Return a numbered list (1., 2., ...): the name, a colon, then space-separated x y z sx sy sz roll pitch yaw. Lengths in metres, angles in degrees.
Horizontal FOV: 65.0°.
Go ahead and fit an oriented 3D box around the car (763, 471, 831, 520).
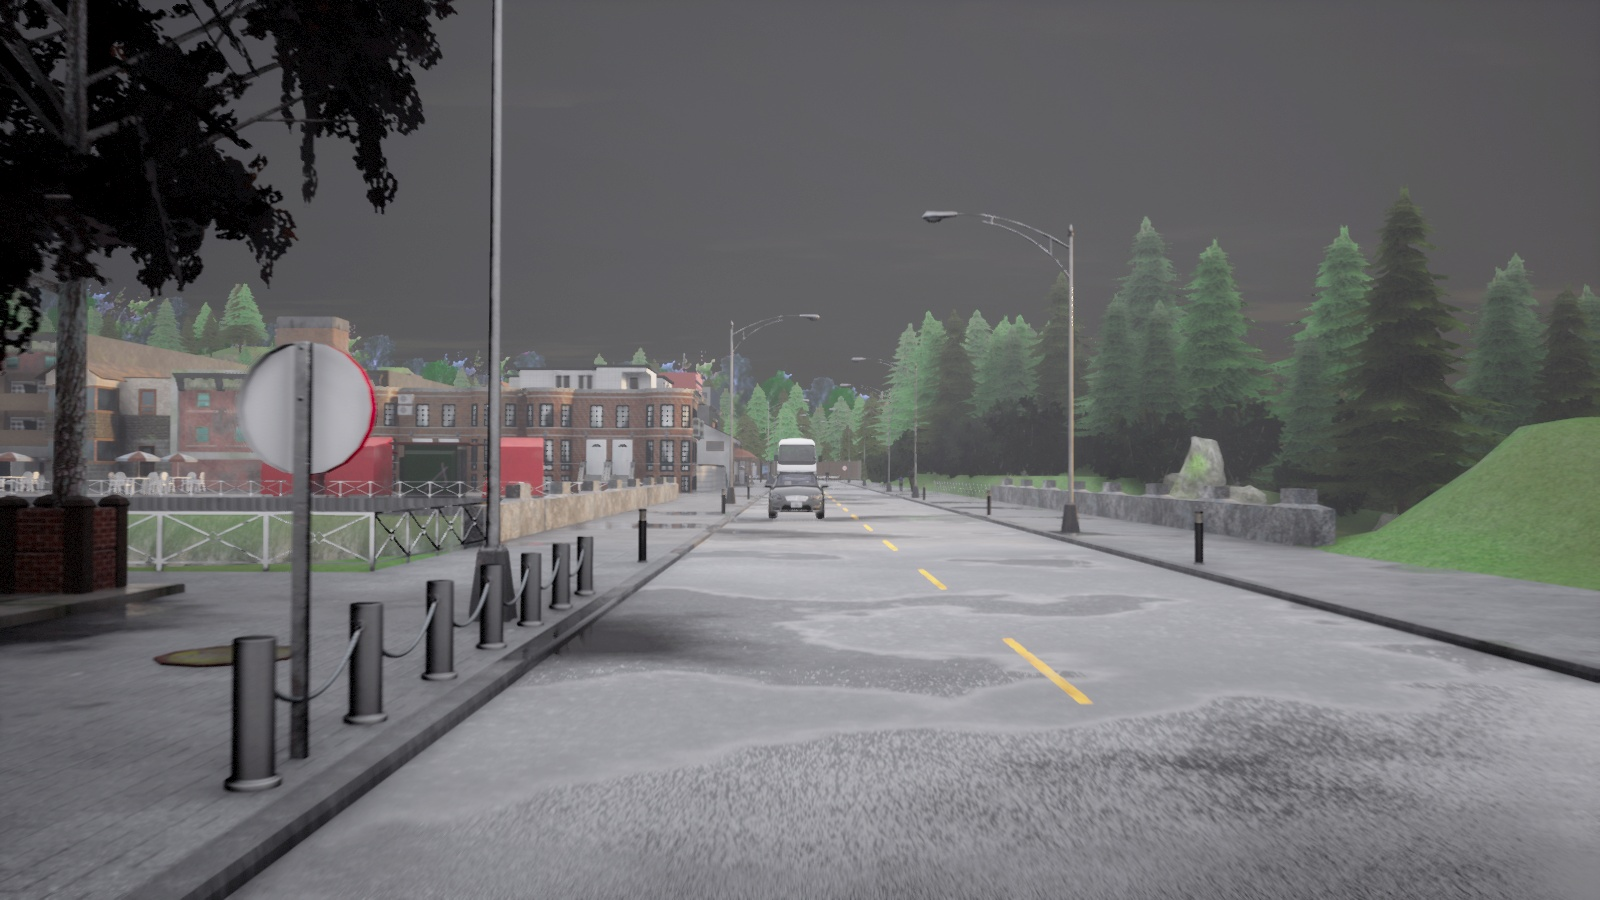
1. car: -0.102 1.474 42.002 2.128 1.511 4.902 0 -1 0
